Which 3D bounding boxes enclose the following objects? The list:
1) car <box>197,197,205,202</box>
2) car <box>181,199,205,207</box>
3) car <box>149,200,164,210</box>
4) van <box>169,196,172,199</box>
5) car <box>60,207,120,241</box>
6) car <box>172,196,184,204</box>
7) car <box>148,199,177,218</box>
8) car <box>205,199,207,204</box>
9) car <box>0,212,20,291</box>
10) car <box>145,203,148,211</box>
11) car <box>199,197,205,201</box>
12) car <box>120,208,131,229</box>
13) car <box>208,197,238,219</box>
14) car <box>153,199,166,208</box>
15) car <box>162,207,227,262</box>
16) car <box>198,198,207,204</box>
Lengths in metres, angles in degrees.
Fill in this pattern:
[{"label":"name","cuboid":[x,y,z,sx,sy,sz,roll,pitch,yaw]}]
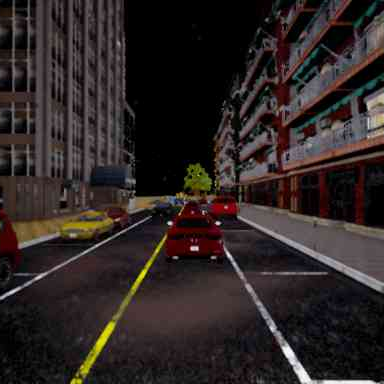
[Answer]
[{"label":"car","cuboid":[2.581,2.175,94.901,2.008,1.369,4.403,0,0,0]},{"label":"car","cuboid":[0.057,1.752,33.819,1.812,1.442,4.674,0,0,0]},{"label":"car","cuboid":[-5.357,1.903,50.691,1.947,1.339,4.313,0,0,0]},{"label":"van","cuboid":[-5.422,1.929,89.421,1.690,1.788,3.998,0,0,0]},{"label":"car","cuboid":[-5.327,1.643,17.323,1.752,1.417,4.829,0,0,0]},{"label":"car","cuboid":[-2.815,1.960,73.603,1.882,1.535,5.008,0,0,0]},{"label":"car","cuboid":[-2.878,1.772,33.521,2.033,1.411,5.357,0,0,0]},{"label":"car","cuboid":[2.955,1.609,38.319,2.097,1.767,4.553,0,0,0]},{"label":"car","cuboid":[-5.317,1.359,6.429,2.192,1.841,5.009,0,0,0]},{"label":"car","cuboid":[-5.352,1.825,44.988,1.752,1.417,4.829,0,0,0]},{"label":"car","cuboid":[2.503,2.063,72.796,1.802,1.307,4.206,0,0,0]},{"label":"car","cuboid":[-5.332,1.737,23.026,1.802,1.307,4.206,0,0,0]},{"label":"car","cuboid":[2.954,1.439,31.380,2.150,2.045,5.566,0,0,0]},{"label":"car","cuboid":[-5.362,1.897,56.054,1.752,1.417,4.829,0,0,0]},{"label":"car","cuboid":[0.082,1.563,12.511,1.882,1.535,5.008,0,0,0]},{"label":"car","cuboid":[2.498,2.068,78.323,2.008,1.369,4.403,0,0,0]}]
